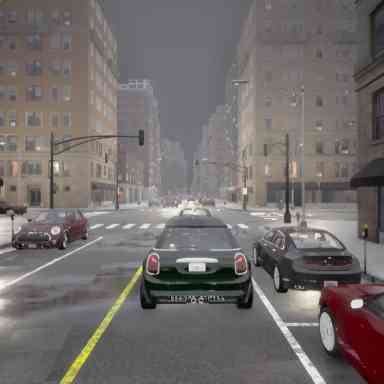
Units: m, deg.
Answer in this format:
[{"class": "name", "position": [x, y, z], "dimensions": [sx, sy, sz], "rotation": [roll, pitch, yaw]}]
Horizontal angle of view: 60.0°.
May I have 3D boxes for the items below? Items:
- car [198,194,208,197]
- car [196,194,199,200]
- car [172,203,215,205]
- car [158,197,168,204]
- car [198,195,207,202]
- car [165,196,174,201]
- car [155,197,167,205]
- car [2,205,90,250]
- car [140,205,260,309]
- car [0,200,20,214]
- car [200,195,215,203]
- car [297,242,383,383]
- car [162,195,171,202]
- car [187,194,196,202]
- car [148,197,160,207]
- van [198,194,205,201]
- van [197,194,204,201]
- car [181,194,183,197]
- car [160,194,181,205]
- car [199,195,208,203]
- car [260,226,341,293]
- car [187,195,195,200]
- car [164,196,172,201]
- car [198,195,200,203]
[{"class": "car", "position": [2.581, 1.595, 63.731], "dimensions": [1.752, 1.417, 4.829], "rotation": [0, 0, 0]}, {"class": "car", "position": [2.543, 1.399, 69.068], "dimensions": [2.192, 1.841, 5.009], "rotation": [0, 0, 0]}, {"class": "car", "position": [0.133, 1.498, 15.451], "dimensions": [2.128, 1.511, 4.902], "rotation": [0, 0, 0]}, {"class": "car", "position": [-5.983, 1.666, 69.013], "dimensions": [1.802, 1.307, 4.206], "rotation": [0, 0, 0]}, {"class": "car", "position": [2.464, 1.560, 80.081], "dimensions": [1.967, 1.590, 4.097], "rotation": [0, 0, 0]}, {"class": "car", "position": [-6.141, 1.728, 91.045], "dimensions": [1.947, 1.339, 4.313], "rotation": [0, 0, 0]}, {"class": "car", "position": [-5.943, 1.614, 63.505], "dimensions": [1.887, 1.381, 4.507], "rotation": [0, 0, 0]}, {"class": "car", "position": [-5.818, 1.445, 14.127], "dimensions": [1.967, 1.590, 4.097], "rotation": [0, 0, 0]}, {"class": "car", "position": [0.066, 1.355, 8.019], "dimensions": [2.097, 1.767, 4.553], "rotation": [0, 0, -1]}, {"class": "car", "position": [-17.605, 1.404, 30.165], "dimensions": [5.008, 1.535, 1.882], "rotation": [0, 0, -2]}, {"class": "car", "position": [2.661, 1.590, 52.547], "dimensions": [1.887, 1.381, 4.507], "rotation": [0, 0, 0]}, {"class": "car", "position": [2.682, 1.545, 3.128], "dimensions": [1.887, 1.381, 4.507], "rotation": [0, 0, 0]}, {"class": "car", "position": [-6.061, 1.559, 80.029], "dimensions": [1.967, 1.590, 4.097], "rotation": [0, 0, 0]}, {"class": "car", "position": [-0.207, 1.707, 80.049], "dimensions": [1.895, 1.301, 4.718], "rotation": [0, 0, 0]}, {"class": "car", "position": [-5.864, 1.596, 52.489], "dimensions": [2.008, 1.369, 4.403], "rotation": [0, 0, 0]}, {"class": "van", "position": [2.425, 1.481, 85.590], "dimensions": [1.690, 1.788, 3.998], "rotation": [0, 0, 0]}, {"class": "van", "position": [2.385, 1.504, 91.096], "dimensions": [1.690, 1.788, 3.998], "rotation": [0, 0, 0]}, {"class": "car", "position": [-3.135, 1.560, 68.550], "dimensions": [1.882, 1.535, 5.008], "rotation": [0, 0, 0]}, {"class": "car", "position": [-3.061, 1.390, 48.243], "dimensions": [2.097, 1.767, 4.553], "rotation": [0, 0, -1]}, {"class": "car", "position": [2.503, 1.541, 74.575], "dimensions": [1.967, 1.590, 4.097], "rotation": [0, 0, 0]}, {"class": "car", "position": [2.694, 1.553, 8.620], "dimensions": [2.008, 1.369, 4.403], "rotation": [0, 0, 0]}, {"class": "car", "position": [-0.279, 1.543, 90.025], "dimensions": [1.994, 1.385, 4.181], "rotation": [0, 0, 0]}, {"class": "car", "position": [-6.101, 1.722, 85.537], "dimensions": [1.802, 1.307, 4.206], "rotation": [0, 0, 0]}, {"class": "car", "position": [2.622, 1.622, 58.053], "dimensions": [1.947, 1.339, 4.313], "rotation": [0, 0, 0]}]
